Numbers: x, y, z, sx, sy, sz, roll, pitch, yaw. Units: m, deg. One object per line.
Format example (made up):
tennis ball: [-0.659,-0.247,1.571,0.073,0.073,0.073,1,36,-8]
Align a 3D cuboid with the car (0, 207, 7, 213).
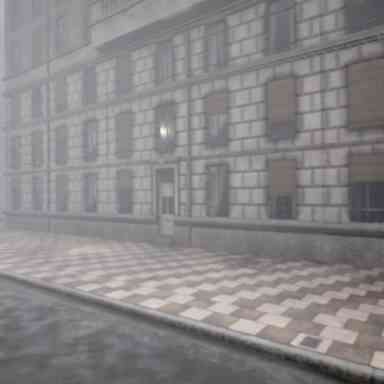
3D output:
car: [-22.267,2.122,43.771,2.033,1.411,5.357,-1,-1,37]
